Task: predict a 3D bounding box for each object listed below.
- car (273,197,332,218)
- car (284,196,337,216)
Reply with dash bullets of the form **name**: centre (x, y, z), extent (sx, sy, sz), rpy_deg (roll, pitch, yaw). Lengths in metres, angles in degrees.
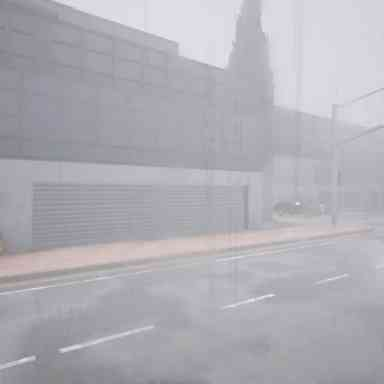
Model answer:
- **car**: centre (9.736, 1.491, 30.393), extent (2.128, 1.511, 4.902), rpy_deg (0, 0, -37)
- **car**: centre (11.825, 1.352, 33.450), extent (2.097, 1.767, 4.553), rpy_deg (0, 0, -37)
